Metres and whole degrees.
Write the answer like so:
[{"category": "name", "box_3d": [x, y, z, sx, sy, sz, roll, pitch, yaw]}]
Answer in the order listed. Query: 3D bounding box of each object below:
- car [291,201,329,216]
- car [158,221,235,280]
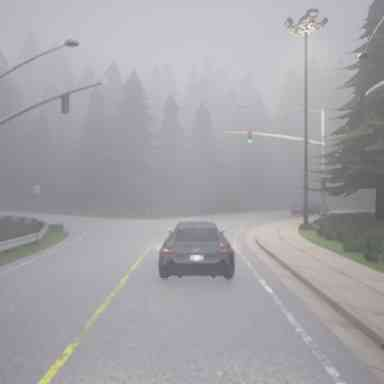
[{"category": "car", "box_3d": [11.698, 1.567, 32.739, 4.181, 1.385, 1.994, 0, 0, -34]}, {"category": "car", "box_3d": [0.135, 1.564, 10.024, 1.994, 1.385, 4.181, 0, 0, 1]}]
